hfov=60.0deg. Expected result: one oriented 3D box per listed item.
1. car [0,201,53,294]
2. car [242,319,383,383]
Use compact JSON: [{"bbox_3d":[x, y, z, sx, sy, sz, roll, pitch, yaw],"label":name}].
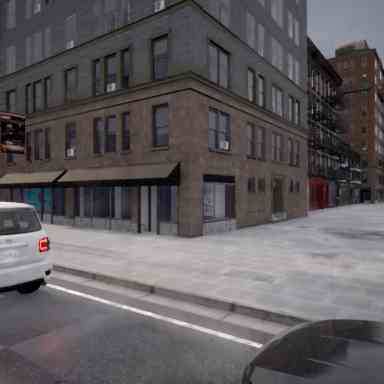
[{"bbox_3d":[-5.465,1.222,7.574,5.566,2.045,2.150,0,0,36],"label":"car"},{"bbox_3d":[2.605,1.505,1.829,4.892,1.490,1.837,0,0,36],"label":"car"}]
